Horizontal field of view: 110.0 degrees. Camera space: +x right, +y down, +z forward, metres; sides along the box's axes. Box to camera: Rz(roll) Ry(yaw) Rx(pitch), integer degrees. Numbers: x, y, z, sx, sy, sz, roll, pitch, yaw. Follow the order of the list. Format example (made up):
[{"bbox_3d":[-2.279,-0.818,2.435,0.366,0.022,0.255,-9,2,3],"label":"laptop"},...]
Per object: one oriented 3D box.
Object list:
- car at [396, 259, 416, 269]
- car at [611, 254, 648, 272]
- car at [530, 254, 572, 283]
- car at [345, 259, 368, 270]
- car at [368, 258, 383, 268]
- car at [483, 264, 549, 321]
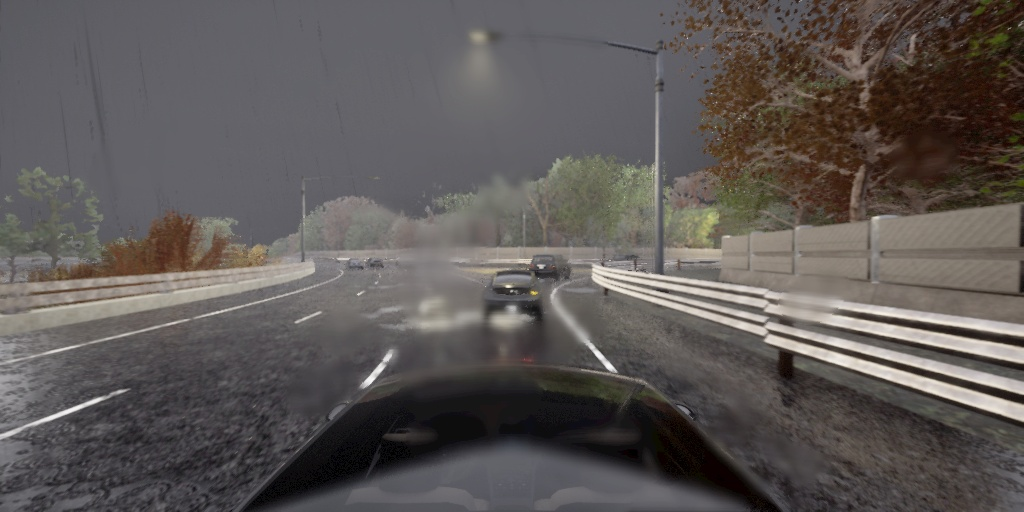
[{"bbox_3d":[-15.696,1.154,52.692,1.895,1.301,4.718,0,0,-30],"label":"car"},{"bbox_3d":[13.925,0.804,42.417,5.566,2.045,2.150,0,0,-42],"label":"car"},{"bbox_3d":[3.008,0.870,27.082,2.150,2.045,5.566,0,0,22],"label":"car"},{"bbox_3d":[-21.563,1.117,48.961,2.033,1.411,5.357,0,0,-30],"label":"car"},{"bbox_3d":[-21.053,1.052,54.679,1.837,1.490,4.892,0,0,-32],"label":"car"},{"bbox_3d":[0.111,1.213,12.319,1.837,1.490,4.892,0,0,2],"label":"car"}]
